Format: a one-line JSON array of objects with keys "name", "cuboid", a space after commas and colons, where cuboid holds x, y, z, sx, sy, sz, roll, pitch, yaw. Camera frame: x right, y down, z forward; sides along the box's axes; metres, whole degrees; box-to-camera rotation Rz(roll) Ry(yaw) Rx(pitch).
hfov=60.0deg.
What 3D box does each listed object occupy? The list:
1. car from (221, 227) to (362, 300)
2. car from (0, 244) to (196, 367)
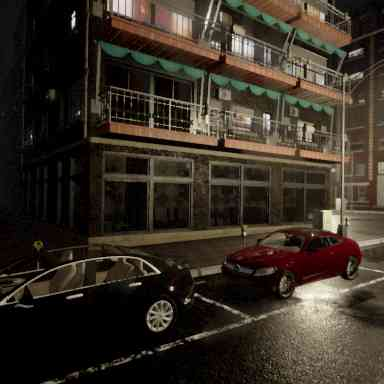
[{"name": "car", "cuboid": [2.650, 1.585, 8.393, 4.206, 1.307, 1.802, 0, 1, -35]}, {"name": "car", "cuboid": [-1.978, 1.551, 5.090, 4.403, 1.369, 2.008, 0, 1, -35]}]
